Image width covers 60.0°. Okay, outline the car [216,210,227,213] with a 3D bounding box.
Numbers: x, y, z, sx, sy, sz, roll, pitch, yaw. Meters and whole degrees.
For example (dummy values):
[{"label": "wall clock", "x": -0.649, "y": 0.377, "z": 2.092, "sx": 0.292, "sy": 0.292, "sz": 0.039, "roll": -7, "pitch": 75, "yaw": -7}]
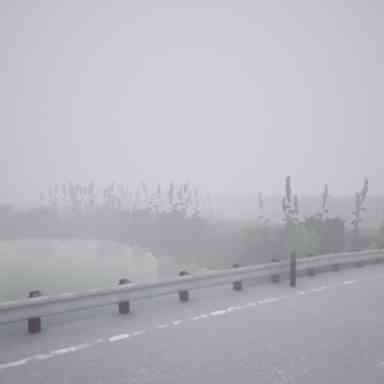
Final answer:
[{"label": "car", "x": 3.455, "y": 3.339, "z": 53.492, "sx": 1.895, "sy": 1.301, "sz": 4.718, "roll": 3, "pitch": -2, "yaw": -43}]
